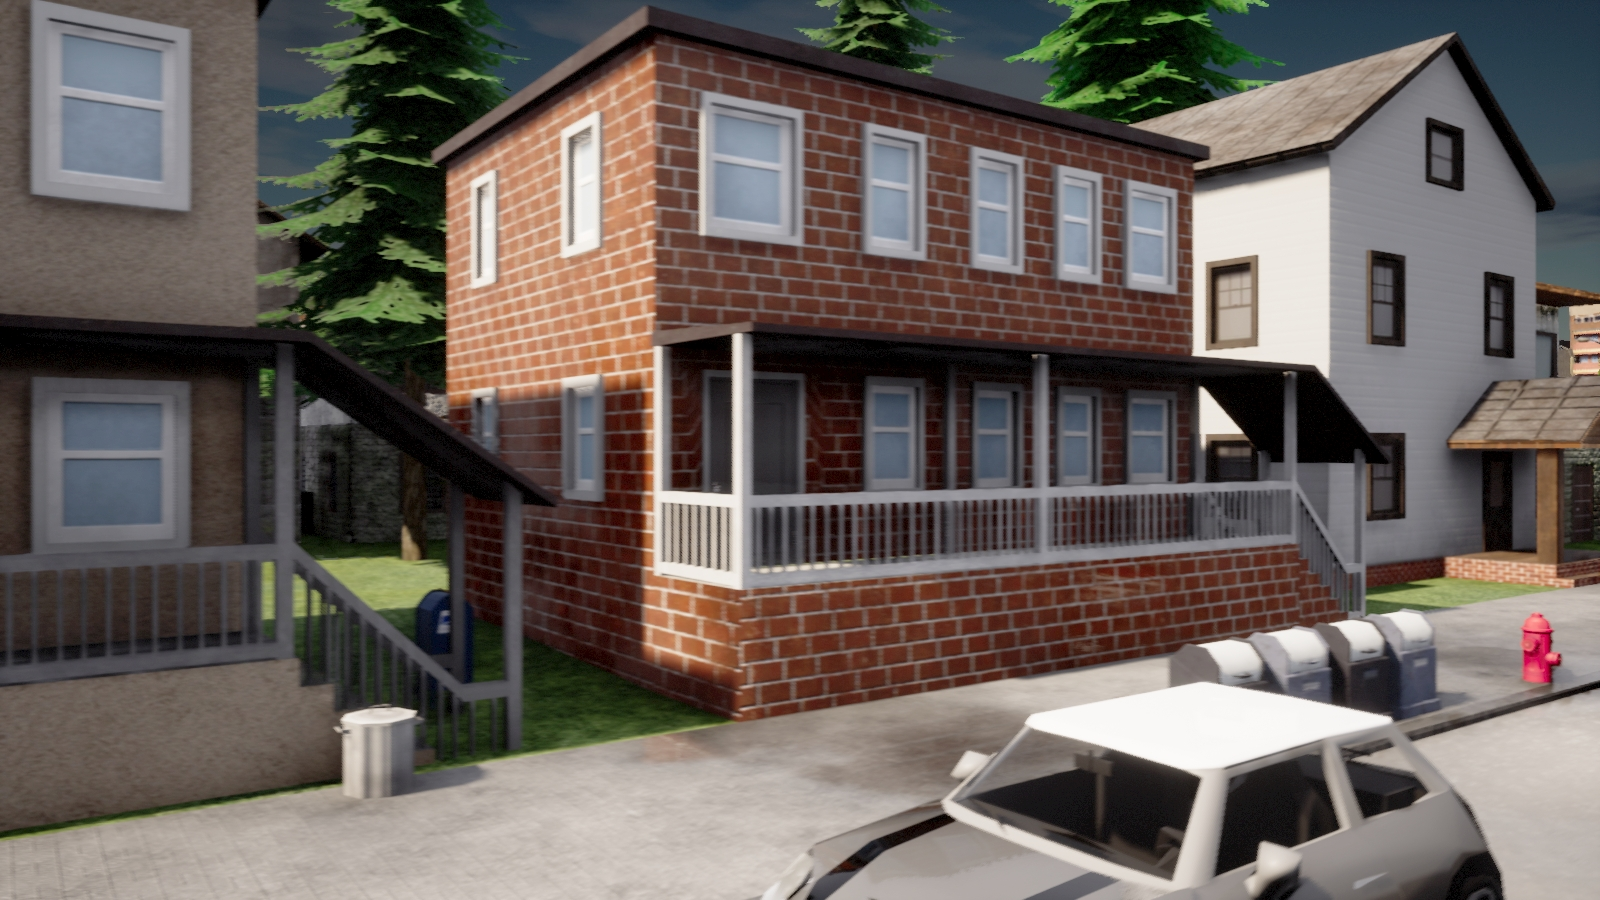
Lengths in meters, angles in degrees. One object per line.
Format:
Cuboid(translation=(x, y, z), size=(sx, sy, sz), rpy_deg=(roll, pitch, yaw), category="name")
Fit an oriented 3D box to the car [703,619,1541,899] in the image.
Cuboid(translation=(1.676, 1.845, 5.571), size=(3.806, 1.475, 1.970), rpy_deg=(0, 0, -35), category="car")
